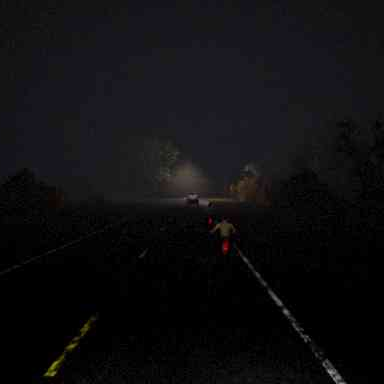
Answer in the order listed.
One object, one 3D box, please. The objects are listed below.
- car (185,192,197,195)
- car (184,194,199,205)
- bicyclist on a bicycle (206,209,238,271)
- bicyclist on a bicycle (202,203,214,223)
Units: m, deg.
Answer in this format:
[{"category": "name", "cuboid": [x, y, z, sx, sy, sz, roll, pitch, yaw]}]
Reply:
[{"category": "car", "cuboid": [0.201, 0.996, 73.608, 2.150, 2.045, 5.566, 0, 0, 1]}, {"category": "car", "cuboid": [0.120, 1.445, 55.335, 1.895, 1.301, 4.718, 0, 0, 0]}, {"category": "bicyclist on a bicycle", "cuboid": [0.943, 1.418, 9.817, 0.866, 1.612, 1.509, 0, 0, 0]}, {"category": "bicyclist on a bicycle", "cuboid": [0.991, 1.399, 18.351, 0.866, 1.612, 1.509, 0, 0, 0]}]
